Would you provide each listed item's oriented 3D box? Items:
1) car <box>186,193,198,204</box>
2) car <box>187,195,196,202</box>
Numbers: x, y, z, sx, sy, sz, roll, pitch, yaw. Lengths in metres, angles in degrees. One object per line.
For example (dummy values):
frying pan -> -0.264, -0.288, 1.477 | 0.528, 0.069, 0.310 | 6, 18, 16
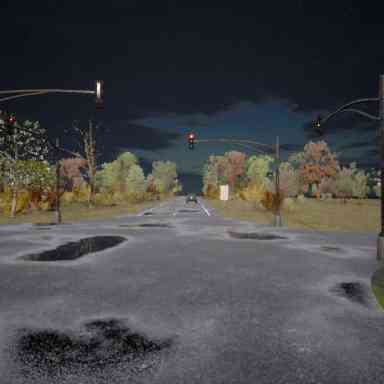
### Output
car -> -0.047, 1.292, 67.572 | 2.150, 2.045, 5.566 | 0, 0, 0
car -> -0.055, 1.464, 77.963 | 2.033, 1.411, 5.357 | 0, 0, 0
